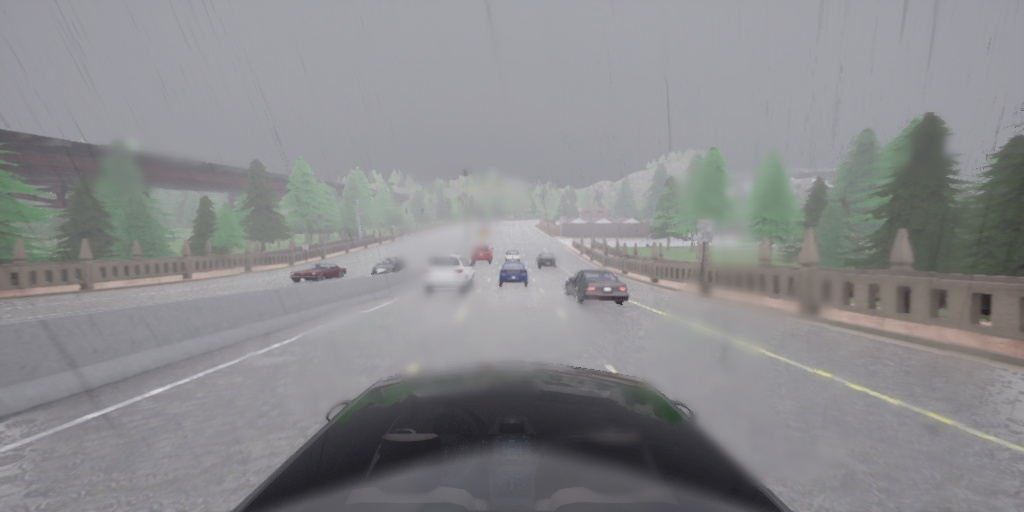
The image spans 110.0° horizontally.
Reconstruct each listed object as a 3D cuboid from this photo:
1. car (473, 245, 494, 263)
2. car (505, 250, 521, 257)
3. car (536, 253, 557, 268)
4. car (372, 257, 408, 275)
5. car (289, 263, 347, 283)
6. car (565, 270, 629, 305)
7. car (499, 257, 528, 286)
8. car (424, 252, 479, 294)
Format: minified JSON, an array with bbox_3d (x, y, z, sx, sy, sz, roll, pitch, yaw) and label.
[{"bbox_3d":[-3.435,-0.334,42.680,2.150,2.045,5.566,0,6,0],"label":"car"},{"bbox_3d":[0.061,-0.054,43.621,1.895,1.301,4.718,0,6,0],"label":"car"},{"bbox_3d":[3.585,0.378,37.889,1.882,1.535,5.008,0,5,0],"label":"car"},{"bbox_3d":[-10.498,0.897,31.057,2.128,1.511,4.902,0,3,0],"label":"car"},{"bbox_3d":[-14.046,1.204,26.281,1.895,1.301,4.718,0,2,0],"label":"car"},{"bbox_3d":[3.601,1.309,16.033,2.033,1.411,5.357,0,0,0],"label":"car"},{"bbox_3d":[0.102,1.126,24.988,1.882,1.535,5.008,0,2,0],"label":"car"},{"bbox_3d":[-3.398,0.967,20.403,2.150,2.045,5.566,0,0,0],"label":"car"}]
